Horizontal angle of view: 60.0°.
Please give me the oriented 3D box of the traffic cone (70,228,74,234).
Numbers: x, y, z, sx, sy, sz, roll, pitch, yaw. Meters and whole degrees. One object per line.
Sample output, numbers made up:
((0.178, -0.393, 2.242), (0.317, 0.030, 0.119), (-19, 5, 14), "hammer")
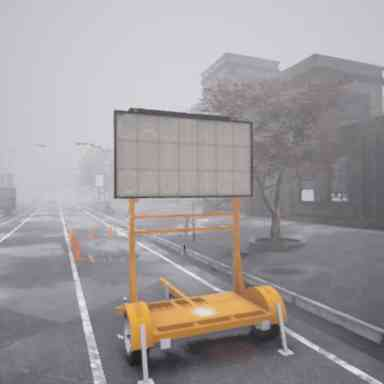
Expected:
((-5.458, 2.085, 15.263), (0.340, 0.580, 0.340), (0, 0, -22), "traffic cone")

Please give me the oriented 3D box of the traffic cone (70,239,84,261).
((-3.948, 2.052, 11.559), (0.340, 0.580, 0.340), (0, 0, -22), "traffic cone")

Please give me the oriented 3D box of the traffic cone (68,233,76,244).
((-4.703, 2.069, 13.411), (0.340, 0.580, 0.340), (0, 0, -22), "traffic cone")

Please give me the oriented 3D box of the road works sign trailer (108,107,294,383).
((-0.137, 0.497, 5.567), (2.380, 3.560, 2.880), (0, 0, -22), "road works sign trailer")

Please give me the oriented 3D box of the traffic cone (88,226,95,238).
((-5.286, 2.097, 17.493), (0.340, 0.580, 0.340), (0, 0, -22), "traffic cone")

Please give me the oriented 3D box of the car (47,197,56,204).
((-31.366, 1.890, 74.263), (1.812, 1.442, 4.674), (0, 0, -22), "car")
